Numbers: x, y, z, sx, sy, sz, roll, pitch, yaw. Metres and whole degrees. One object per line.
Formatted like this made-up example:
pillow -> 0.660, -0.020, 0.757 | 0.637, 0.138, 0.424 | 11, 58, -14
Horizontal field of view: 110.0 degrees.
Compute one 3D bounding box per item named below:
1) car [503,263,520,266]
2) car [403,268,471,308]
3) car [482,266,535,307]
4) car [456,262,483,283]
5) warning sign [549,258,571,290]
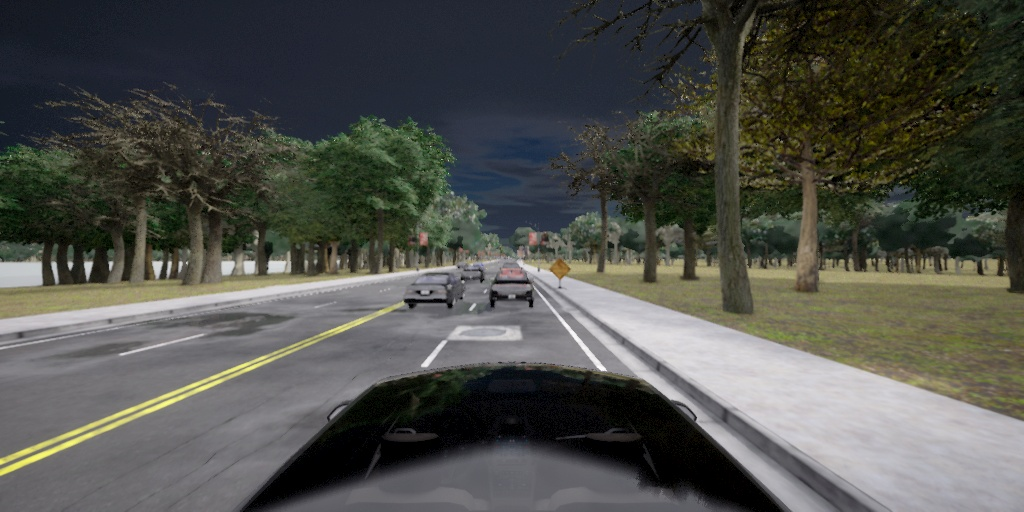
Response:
car -> -0.062, 1.382, 31.043 | 2.097, 1.767, 4.553 | 0, -1, 0
car -> -3.260, 1.431, 15.936 | 2.033, 1.411, 5.357 | 0, -1, 0
car -> -0.008, 1.379, 16.242 | 2.128, 1.511, 4.902 | 0, 0, 0
car -> -3.311, 1.526, 31.246 | 2.128, 1.511, 4.902 | 0, 0, 0
warning sign -> 2.826, 1.048, 21.038 | 1.300, 1.860, 1.060 | 0, 0, 0
